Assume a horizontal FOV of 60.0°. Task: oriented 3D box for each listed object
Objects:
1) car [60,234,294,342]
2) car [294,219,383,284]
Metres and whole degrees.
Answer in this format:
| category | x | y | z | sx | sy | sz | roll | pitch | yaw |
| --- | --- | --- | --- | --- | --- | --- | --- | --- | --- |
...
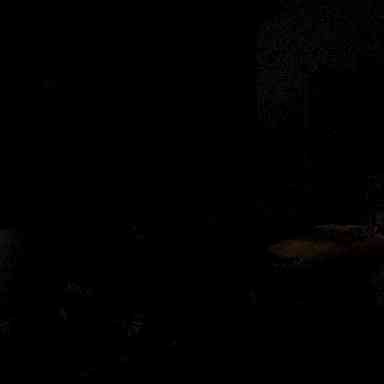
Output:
| category | x | y | z | sx | sy | sz | roll | pitch | yaw |
| --- | --- | --- | --- | --- | --- | --- | --- | --- | --- |
| car | -0.242 | 1.566 | 6.496 | 4.313 | 1.339 | 1.947 | 0 | 0 | -36 |
| car | 4.030 | 1.526 | 9.577 | 4.829 | 1.417 | 1.752 | 0 | 0 | -36 |
